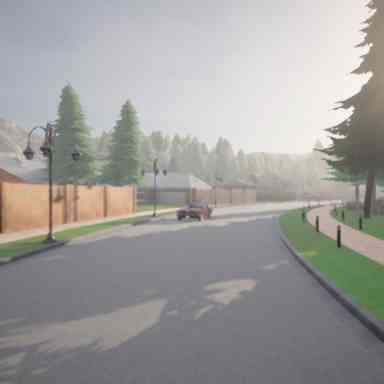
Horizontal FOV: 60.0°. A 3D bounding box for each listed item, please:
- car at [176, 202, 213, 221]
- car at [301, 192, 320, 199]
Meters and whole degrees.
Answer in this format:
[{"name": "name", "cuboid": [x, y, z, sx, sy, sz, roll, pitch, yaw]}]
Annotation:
[{"name": "car", "cuboid": [0.277, 1.511, 26.292, 1.895, 1.301, 4.718, 0, 0, 16]}, {"name": "car", "cuboid": [30.448, 1.012, 86.716, 1.905, 1.878, 3.866, 0, 0, -45]}]
